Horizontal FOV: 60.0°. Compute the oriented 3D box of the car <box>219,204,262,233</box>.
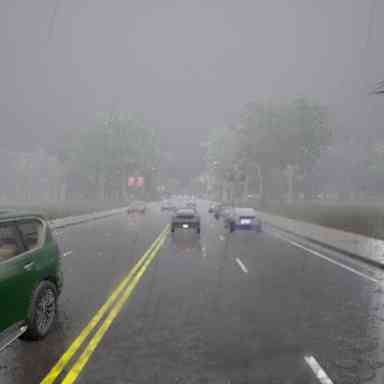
[{"bbox_3d":[3.225,1.774,21.722,2.163,1.488,4.792,0,-1,0],"label":"car"}]

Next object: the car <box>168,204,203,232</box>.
[{"bbox_3d":[-0.329,1.784,22.274,1.837,1.490,4.892,0,0,1],"label":"car"}]

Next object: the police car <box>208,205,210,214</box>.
[{"bbox_3d":[3.151,2.048,43.702,2.038,1.542,4.974,0,-1,0],"label":"police car"}]

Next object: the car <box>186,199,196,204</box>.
[{"bbox_3d":[-0.135,2.313,63.466,1.812,1.442,4.674,0,-1,-1],"label":"car"}]

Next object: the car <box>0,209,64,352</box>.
[{"bbox_3d":[-3.350,1.269,3.712,2.150,2.045,5.566,0,-1,0],"label":"car"}]

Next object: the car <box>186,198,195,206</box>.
[{"bbox_3d":[-0.301,2.298,76.425,2.097,1.767,4.553,0,-1,0],"label":"car"}]

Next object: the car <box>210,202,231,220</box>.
[{"bbox_3d":[3.194,1.838,32.697,2.033,1.649,4.856,0,-1,0],"label":"car"}]

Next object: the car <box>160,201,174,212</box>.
[{"bbox_3d":[-3.463,2.099,47.829,1.837,1.490,4.892,0,-1,0],"label":"car"}]

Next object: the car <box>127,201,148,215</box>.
[{"bbox_3d":[-6.688,1.863,41.203,2.097,1.767,4.553,0,-1,0],"label":"car"}]
